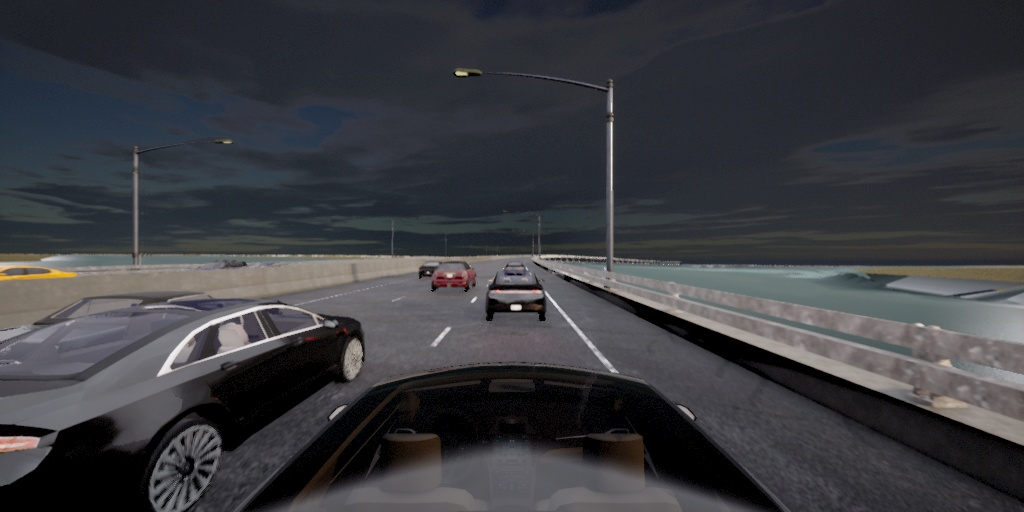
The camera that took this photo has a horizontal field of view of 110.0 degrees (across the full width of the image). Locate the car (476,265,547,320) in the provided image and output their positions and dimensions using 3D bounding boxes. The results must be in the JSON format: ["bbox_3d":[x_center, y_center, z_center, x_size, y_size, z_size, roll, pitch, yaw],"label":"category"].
[{"bbox_3d":[0.125,1.228,12.477,2.128,1.511,4.902,0,0,0],"label":"car"}]

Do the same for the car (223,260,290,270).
[{"bbox_3d":[-17.398,1.218,25.565,2.128,1.511,4.902,0,0,0],"label":"car"}]

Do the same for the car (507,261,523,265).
[{"bbox_3d":[0.272,1.195,32.128,2.128,1.511,4.902,0,0,1],"label":"car"}]

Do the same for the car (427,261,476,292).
[{"bbox_3d":[-3.325,1.074,21.353,2.097,1.767,4.553,0,0,0],"label":"car"}]

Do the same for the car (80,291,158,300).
[{"bbox_3d":[-6.892,1.343,7.175,1.895,1.301,4.718,0,0,0],"label":"car"}]

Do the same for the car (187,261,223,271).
[{"bbox_3d":[-20.898,1.131,25.628,2.097,1.767,4.553,0,0,0],"label":"car"}]

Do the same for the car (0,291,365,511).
[{"bbox_3d":[-3.395,1.238,4.161,2.128,1.511,4.902,0,0,0],"label":"car"}]

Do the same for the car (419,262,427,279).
[{"bbox_3d":[-6.736,1.182,31.430,1.882,1.535,5.008,0,0,1],"label":"car"}]

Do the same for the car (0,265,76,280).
[{"bbox_3d":[-24.523,1.203,17.265,1.882,1.535,5.008,0,0,1],"label":"car"}]
